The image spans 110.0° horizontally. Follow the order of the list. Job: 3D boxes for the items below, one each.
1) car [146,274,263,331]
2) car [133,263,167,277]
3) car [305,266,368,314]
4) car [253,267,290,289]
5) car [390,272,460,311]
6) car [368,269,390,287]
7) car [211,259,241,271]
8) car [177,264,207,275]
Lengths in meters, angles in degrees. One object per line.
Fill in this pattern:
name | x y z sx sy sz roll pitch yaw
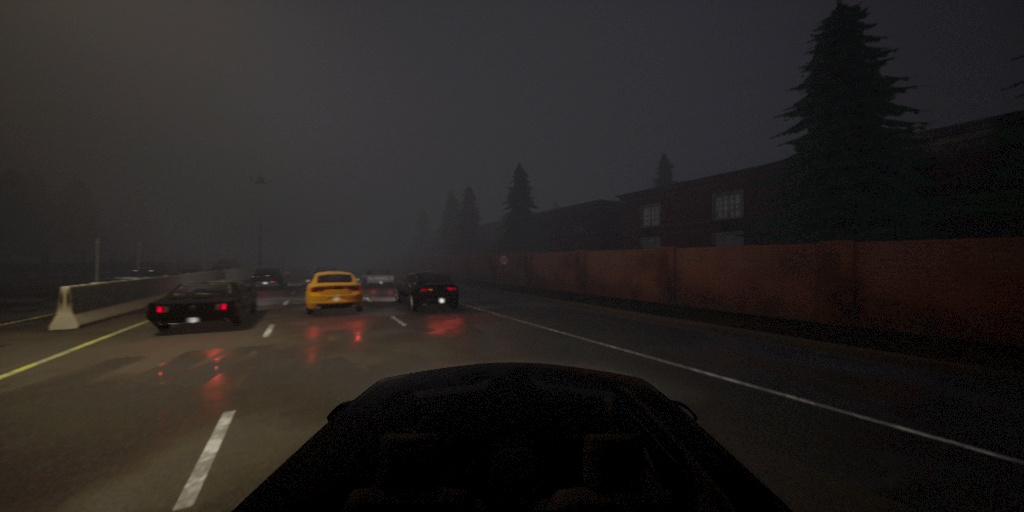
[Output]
car | -9.534 1.438 11.496 1.895 1.301 4.718 1 -1 -29
car | -41.824 1.596 41.623 1.837 1.490 4.892 1 -1 -28
car | -7.351 1.370 14.817 1.882 1.535 5.008 1 -1 -28
car | -16.930 1.492 25.109 1.837 1.490 4.892 1 -1 -28
car | -3.770 1.425 15.553 1.837 1.490 4.892 1 -1 -29
car | -10.467 1.655 27.854 1.895 1.301 4.718 1 -1 -28
car | -35.641 1.386 44.899 2.150 2.045 5.566 1 -1 -28
car | -39.070 1.698 43.891 1.994 1.385 4.181 1 -1 -28
